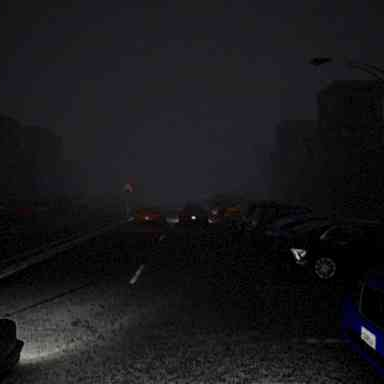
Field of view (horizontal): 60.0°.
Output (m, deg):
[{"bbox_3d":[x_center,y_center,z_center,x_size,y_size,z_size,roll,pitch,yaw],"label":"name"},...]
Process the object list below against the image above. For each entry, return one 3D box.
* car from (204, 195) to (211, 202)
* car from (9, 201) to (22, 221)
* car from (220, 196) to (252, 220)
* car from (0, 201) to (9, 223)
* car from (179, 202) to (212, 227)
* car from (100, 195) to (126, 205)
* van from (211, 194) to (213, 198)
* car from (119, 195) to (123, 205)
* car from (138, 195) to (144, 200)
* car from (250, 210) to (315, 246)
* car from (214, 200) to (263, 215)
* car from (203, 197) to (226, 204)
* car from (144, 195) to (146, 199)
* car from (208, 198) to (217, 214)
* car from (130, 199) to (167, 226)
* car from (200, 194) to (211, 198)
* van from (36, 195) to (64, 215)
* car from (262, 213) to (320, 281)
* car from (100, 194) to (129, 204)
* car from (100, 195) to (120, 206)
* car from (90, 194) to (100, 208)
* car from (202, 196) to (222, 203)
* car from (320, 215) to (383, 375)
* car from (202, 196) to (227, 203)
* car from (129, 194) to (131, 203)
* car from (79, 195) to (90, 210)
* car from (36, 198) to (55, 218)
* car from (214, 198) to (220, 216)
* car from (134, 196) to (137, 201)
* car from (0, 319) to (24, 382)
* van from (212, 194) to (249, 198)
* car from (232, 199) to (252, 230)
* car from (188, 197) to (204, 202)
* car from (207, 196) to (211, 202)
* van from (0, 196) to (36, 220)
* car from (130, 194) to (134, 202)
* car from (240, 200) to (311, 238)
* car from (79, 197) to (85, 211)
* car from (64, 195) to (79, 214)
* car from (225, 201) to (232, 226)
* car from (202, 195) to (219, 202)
[{"bbox_3d":[4.674,1.679,53.650,4.792,1.488,2.163,0,0,0],"label":"car"},{"bbox_3d":[-15.507,1.606,24.390,4.674,1.452,2.002,0,0,0],"label":"car"},{"bbox_3d":[4.738,1.417,25.857,4.553,1.767,2.185,0,0,0],"label":"car"},{"bbox_3d":[-15.322,1.551,21.633,5.366,1.575,1.946,0,0,0],"label":"car"},{"bbox_3d":[0.097,1.617,23.243,1.994,1.385,4.181,0,0,0],"label":"car"},{"bbox_3d":[-15.516,1.583,65.757,4.553,1.767,2.185,0,0,0],"label":"car"},{"bbox_3d":[4.822,1.374,39.753,4.442,1.987,1.878,0,0,0],"label":"van"},{"bbox_3d":[-15.544,1.739,60.241,4.674,1.452,2.002,0,0,0],"label":"car"},{"bbox_3d":[-15.534,1.487,82.302,5.566,2.045,2.435,0,0,0],"label":"car"},{"bbox_3d":[4.706,1.537,11.960,4.674,1.452,2.002,0,0,0],"label":"car"},{"bbox_3d":[4.708,1.618,34.194,4.674,1.452,2.002,0,0,0],"label":"car"},{"bbox_3d":[4.745,1.728,70.320,4.792,1.488,2.163,0,0,0],"label":"car"},{"bbox_3d":[-15.752,1.754,87.814,5.366,1.575,1.946,0,0,0],"label":"car"},{"bbox_3d":[4.520,1.563,31.414,5.366,1.575,1.946,0,0,0],"label":"car"},{"bbox_3d":[-2.903,1.533,23.941,1.882,1.535,5.008,0,0,0],"label":"car"},{"bbox_3d":[4.674,1.407,56.431,5.566,2.045,2.435,0,0,0],"label":"car"},{"bbox_3d":[-15.401,1.378,32.663,4.442,1.987,1.878,0,0,0],"label":"van"},{"bbox_3d":[4.702,1.492,9.182,4.892,1.521,2.231,0,0,0],"label":"car"},{"bbox_3d":[-15.516,1.452,63.000,5.566,2.045,2.435,0,0,0],"label":"car"},{"bbox_3d":[-15.510,1.723,57.483,4.792,1.488,2.163,0,0,0],"label":"car"},{"bbox_3d":[-15.555,1.401,43.696,5.566,2.045,2.435,0,0,0],"label":"car"},{"bbox_3d":[4.712,1.753,78.655,4.792,1.488,2.163,0,0,0],"label":"car"},{"bbox_3d":[4.681,1.231,3.623,5.566,2.045,2.435,0,0,0],"label":"car"},{"bbox_3d":[4.910,1.703,73.097,5.366,1.575,1.946,0,0,0],"label":"car"},{"bbox_3d":[-15.547,1.752,68.385,4.674,1.452,2.002,0,0,0],"label":"car"},{"bbox_3d":[-15.555,1.515,41.060,4.553,1.767,2.185,0,0,0],"label":"car"},{"bbox_3d":[-15.520,1.590,29.905,5.008,1.535,2.097,0,0,0],"label":"car"},{"bbox_3d":[4.701,1.554,28.635,5.008,1.535,2.097,0,0,0],"label":"car"},{"bbox_3d":[-15.549,1.720,74.030,5.008,1.535,2.097,0,0,0],"label":"car"},{"bbox_3d":[-2.901,1.548,1.449,2.033,1.411,5.357,0,0,0],"label":"car"},{"bbox_3d":[4.822,1.363,36.974,4.442,1.987,1.878,0,0,0],"label":"van"},{"bbox_3d":[4.676,1.386,17.520,4.553,1.767,2.185,0,0,0],"label":"car"},{"bbox_3d":[0.122,1.688,40.125,1.994,1.385,4.181,0,0,0],"label":"car"},{"bbox_3d":[4.698,1.611,42.532,4.892,1.521,2.231,0,0,0],"label":"car"},{"bbox_3d":[-15.629,1.352,27.148,4.442,1.987,1.878,0,0,0],"label":"van"},{"bbox_3d":[-15.550,1.756,71.273,4.674,1.452,2.002,0,0,0],"label":"car"},{"bbox_3d":[4.677,1.379,14.740,4.553,1.767,2.185,0,0,0],"label":"car"},{"bbox_3d":[-15.517,1.629,38.303,5.008,1.535,2.097,0,0,0],"label":"car"},{"bbox_3d":[-15.548,1.365,35.421,5.566,2.045,2.435,0,0,0],"label":"car"},{"bbox_3d":[4.713,1.523,20.298,4.892,1.521,2.231,0,0,0],"label":"car"},{"bbox_3d":[4.798,1.630,87.029,4.553,1.767,2.185,0,0,0],"label":"car"}]
